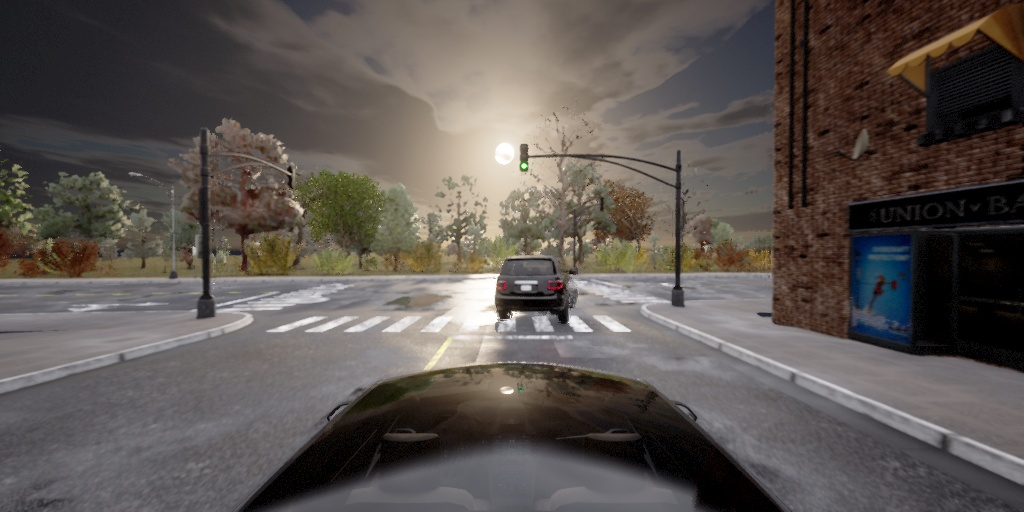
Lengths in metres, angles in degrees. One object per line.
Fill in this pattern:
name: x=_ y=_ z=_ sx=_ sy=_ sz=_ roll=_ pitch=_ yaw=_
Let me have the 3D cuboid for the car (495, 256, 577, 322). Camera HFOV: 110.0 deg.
car: x=1.002 y=1.043 z=12.667 sx=2.150 sy=2.045 sz=5.566 roll=-1 pitch=-1 yaw=13
